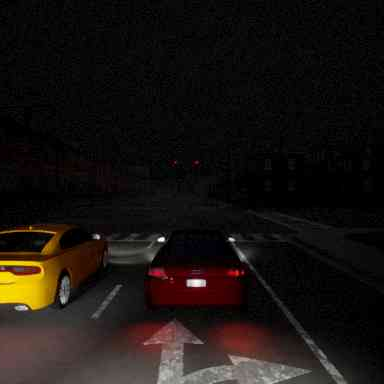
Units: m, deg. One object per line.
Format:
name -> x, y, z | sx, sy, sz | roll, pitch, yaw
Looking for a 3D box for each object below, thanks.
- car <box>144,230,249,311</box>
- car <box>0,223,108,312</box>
car -> 0.107, 1.564, 7.828 | 1.994, 1.385, 4.181 | 0, 0, 1
car -> -3.385, 1.478, 7.860 | 1.882, 1.535, 5.008 | 0, 0, 0
